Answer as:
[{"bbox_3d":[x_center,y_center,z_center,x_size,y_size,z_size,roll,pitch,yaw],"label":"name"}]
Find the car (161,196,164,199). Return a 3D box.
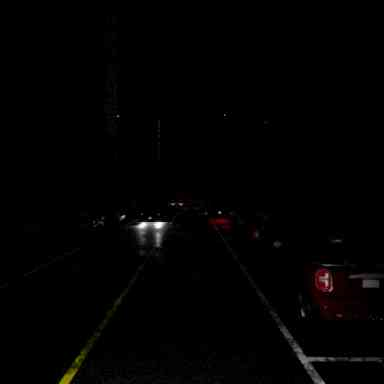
[{"bbox_3d":[-5.779,1.533,50.721,2.008,1.369,4.403,0,0,0],"label":"car"}]

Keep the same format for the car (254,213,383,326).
[{"bbox_3d":[2.761,1.436,7.074,1.967,1.590,4.097,0,0,0],"label":"car"}]

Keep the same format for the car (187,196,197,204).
[{"bbox_3d":[-0.020,1.553,65.887,1.994,1.385,4.181,0,0,0],"label":"car"}]

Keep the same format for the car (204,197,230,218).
[{"bbox_3d":[2.345,1.489,30.447,1.837,1.490,4.892,0,0,0],"label":"car"}]

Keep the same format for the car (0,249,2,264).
[{"bbox_3d":[-5.765,1.578,7.065,1.802,1.307,4.206,0,0,0],"label":"car"}]

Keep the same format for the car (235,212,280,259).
[{"bbox_3d":[2.759,1.433,12.530,1.967,1.590,4.097,0,0,0],"label":"car"}]

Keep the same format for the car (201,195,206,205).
[{"bbox_3d":[2.747,1.508,50.896,1.752,1.417,4.829,0,0,0],"label":"car"}]

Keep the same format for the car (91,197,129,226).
[{"bbox_3d":[-5.770,1.302,23.436,2.192,1.841,5.009,0,0,0],"label":"car"}]

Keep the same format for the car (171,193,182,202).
[{"bbox_3d":[-3.021,1.236,68.873,1.882,1.535,5.008,0,0,0],"label":"car"}]

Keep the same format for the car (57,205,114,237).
[{"bbox_3d":[-5.768,1.571,17.979,1.802,1.307,4.206,0,0,0],"label":"car"}]

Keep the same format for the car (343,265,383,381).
[{"bbox_3d":[2.762,1.550,1.617,2.008,1.369,4.403,0,0,0],"label":"car"}]

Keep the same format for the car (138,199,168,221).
[{"bbox_3d":[-3.108,1.532,27.293,2.033,1.411,5.357,0,0,0],"label":"car"}]

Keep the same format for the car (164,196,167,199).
[{"bbox_3d":[-5.780,1.527,56.178,1.887,1.381,4.507,0,0,0],"label":"car"}]

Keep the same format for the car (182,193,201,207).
[{"bbox_3d":[-0.002,1.205,52.364,2.150,2.045,5.566,0,0,1],"label":"car"}]

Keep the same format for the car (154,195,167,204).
[{"bbox_3d":[-5.782,1.423,61.635,1.967,1.590,4.097,0,0,0],"label":"car"}]

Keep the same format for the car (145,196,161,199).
[{"bbox_3d":[-5.777,1.423,45.264,1.967,1.590,4.097,0,0,0],"label":"car"}]
